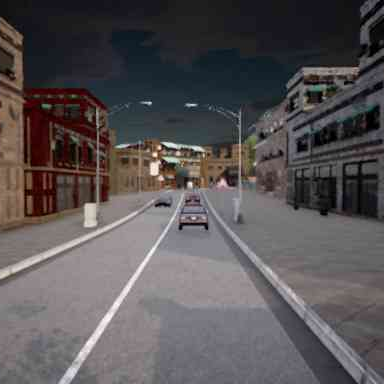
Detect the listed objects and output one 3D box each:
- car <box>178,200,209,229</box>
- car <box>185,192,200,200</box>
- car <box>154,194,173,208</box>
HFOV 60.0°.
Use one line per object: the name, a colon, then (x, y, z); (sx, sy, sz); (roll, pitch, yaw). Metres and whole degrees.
car: (0.095, 1.490, 21.341); (2.033, 1.411, 5.357); (0, 1, 0)
car: (0.093, 0.627, 42.667); (1.895, 1.301, 4.718); (0, 4, 0)
car: (-3.098, 0.923, 37.330); (2.033, 1.411, 5.357); (0, 3, 0)
